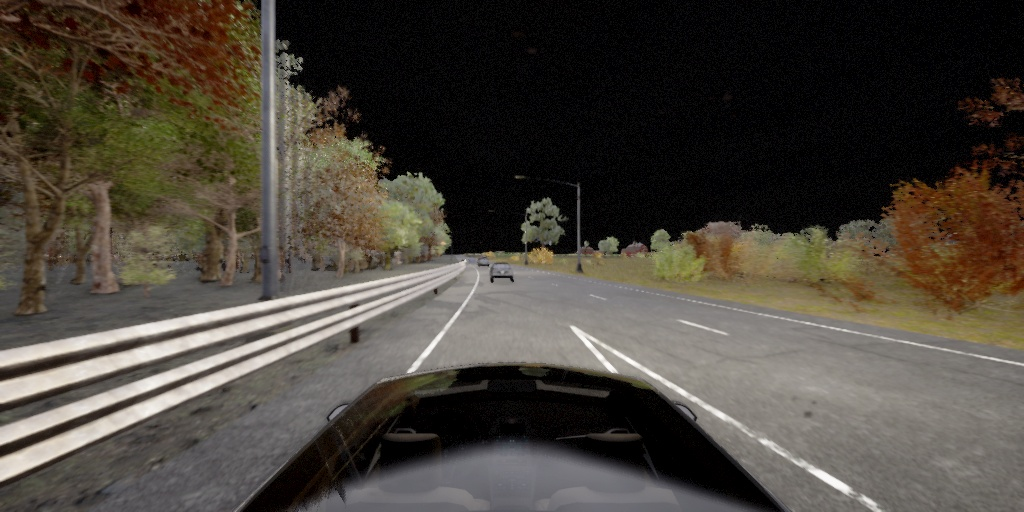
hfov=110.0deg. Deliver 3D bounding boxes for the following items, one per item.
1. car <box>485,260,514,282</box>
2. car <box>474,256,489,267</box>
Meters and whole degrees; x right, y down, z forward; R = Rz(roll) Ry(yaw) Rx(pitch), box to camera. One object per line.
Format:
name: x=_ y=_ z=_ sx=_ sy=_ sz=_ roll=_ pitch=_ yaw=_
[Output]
car: x=-0.887 y=1.255 z=28.921 sx=2.033 sy=1.411 sz=5.357 roll=0 pitch=0 yaw=-4
car: x=-5.044 y=1.152 z=62.997 sx=1.994 sy=1.385 sz=4.181 roll=0 pitch=0 yaw=-9
